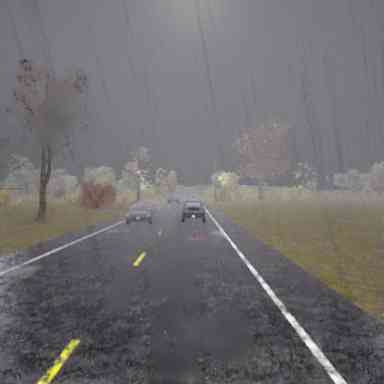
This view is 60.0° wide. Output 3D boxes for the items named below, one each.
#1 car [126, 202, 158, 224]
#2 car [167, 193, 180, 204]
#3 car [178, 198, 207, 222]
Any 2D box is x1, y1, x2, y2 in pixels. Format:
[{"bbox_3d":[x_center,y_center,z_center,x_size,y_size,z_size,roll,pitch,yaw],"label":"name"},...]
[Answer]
[{"bbox_3d":[-3.595,1.500,24.423,1.837,1.490,4.892,0,0,0],"label":"car"},{"bbox_3d":[-3.511,1.195,63.313,2.150,2.045,5.566,0,0,1],"label":"car"},{"bbox_3d":[0.104,1.500,26.624,1.837,1.490,4.892,0,0,0],"label":"car"}]
